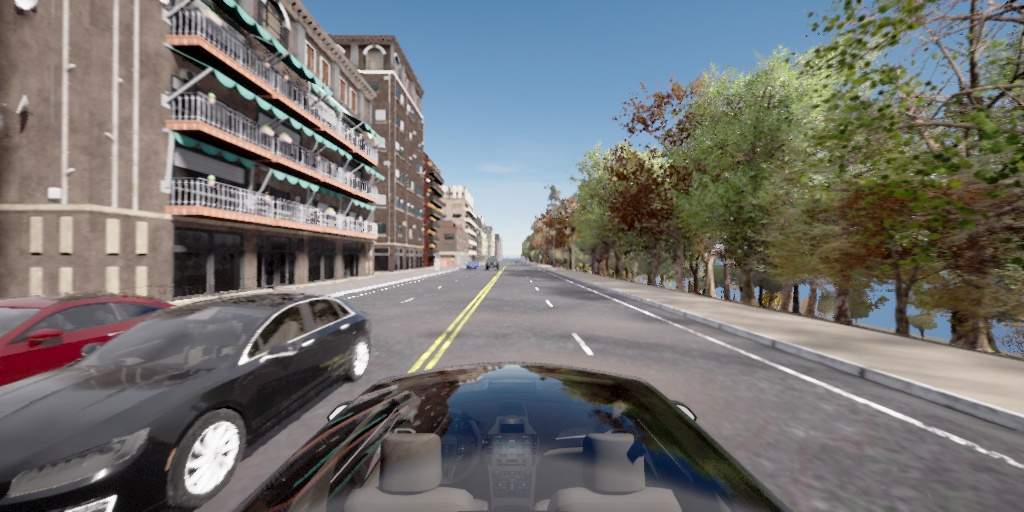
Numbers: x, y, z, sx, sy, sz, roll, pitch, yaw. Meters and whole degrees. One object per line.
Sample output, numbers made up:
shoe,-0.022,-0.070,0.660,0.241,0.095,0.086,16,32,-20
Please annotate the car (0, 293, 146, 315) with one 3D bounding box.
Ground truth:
car,-6.601,1.293,4.928,1.812,1.442,4.674,0,0,0

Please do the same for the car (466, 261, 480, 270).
car,-6.503,1.561,59.906,1.882,1.535,5.008,0,-1,0

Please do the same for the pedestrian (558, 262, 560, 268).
pedestrian,8.009,1.230,61.181,0.375,1.860,0.375,0,0,0

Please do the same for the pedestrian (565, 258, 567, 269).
pedestrian,9.010,1.223,59.981,0.375,1.860,0.375,0,0,0

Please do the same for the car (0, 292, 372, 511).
car,-3.351,1.270,4.421,1.837,1.490,4.892,0,0,0

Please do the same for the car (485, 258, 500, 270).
car,-3.253,1.296,60.341,2.150,2.045,5.566,0,-1,0
